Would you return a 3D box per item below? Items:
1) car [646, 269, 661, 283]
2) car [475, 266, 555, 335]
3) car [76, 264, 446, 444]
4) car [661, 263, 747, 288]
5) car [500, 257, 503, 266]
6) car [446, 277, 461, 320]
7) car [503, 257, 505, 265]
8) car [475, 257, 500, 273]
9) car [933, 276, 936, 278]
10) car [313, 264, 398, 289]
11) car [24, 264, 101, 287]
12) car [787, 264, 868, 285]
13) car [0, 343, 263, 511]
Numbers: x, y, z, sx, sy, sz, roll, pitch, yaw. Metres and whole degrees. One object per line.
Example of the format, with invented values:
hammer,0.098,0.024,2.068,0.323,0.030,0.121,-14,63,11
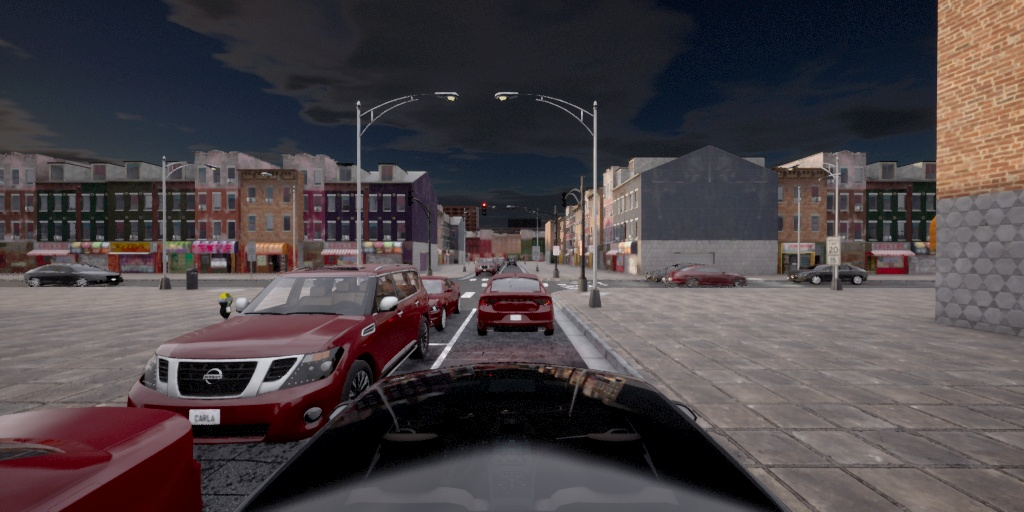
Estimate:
car,12.210,1.264,25.812,4.892,1.490,1.837,0,0,0
car,0.090,1.227,10.496,1.882,1.535,5.008,0,0,0
car,-2.641,1.064,5.598,2.192,1.841,5.009,0,0,0
car,12.378,1.306,22.864,4.674,1.442,1.812,0,0,0
car,-2.673,1.081,48.295,2.192,1.841,5.009,0,0,0
car,-2.645,1.294,11.032,1.888,1.381,4.507,0,0,0
car,-2.684,1.337,64.575,2.007,1.370,4.403,0,0,0
car,-2.665,1.072,37.441,2.192,1.841,5.009,0,0,0
car,33.642,1.394,25.781,4.718,1.301,1.895,0,0,0
car,-9.947,1.280,23.103,4.674,1.442,1.812,0,0,-3
car,-27.884,1.245,22.906,4.892,1.490,1.837,0,0,0
car,22.614,1.279,25.802,4.892,1.490,1.837,0,0,0
car,-2.638,1.295,0.164,1.888,1.381,4.507,0,0,0
